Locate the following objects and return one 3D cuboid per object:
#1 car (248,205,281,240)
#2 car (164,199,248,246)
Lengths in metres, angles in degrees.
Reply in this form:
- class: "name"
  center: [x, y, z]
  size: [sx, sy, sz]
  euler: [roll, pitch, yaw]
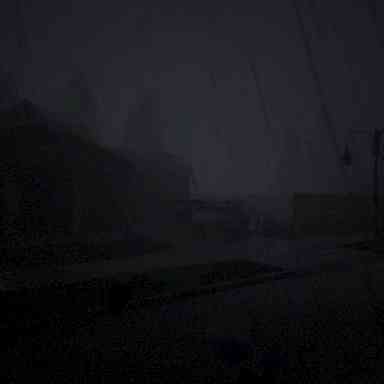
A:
- class: "car"
  center: [2.159, 1.321, 16.875]
  size: [1.932, 1.855, 4.605]
  euler: [1, -1, -36]
- class: "car"
  center: [0.342, 1.291, 15.094]
  size: [1.905, 1.878, 3.866]
  euler: [1, -1, -36]
